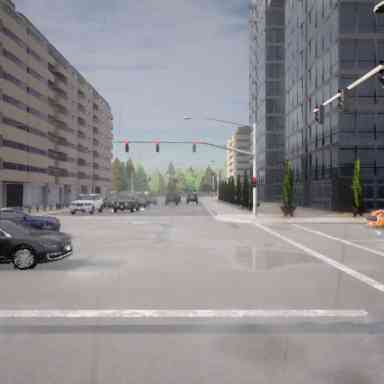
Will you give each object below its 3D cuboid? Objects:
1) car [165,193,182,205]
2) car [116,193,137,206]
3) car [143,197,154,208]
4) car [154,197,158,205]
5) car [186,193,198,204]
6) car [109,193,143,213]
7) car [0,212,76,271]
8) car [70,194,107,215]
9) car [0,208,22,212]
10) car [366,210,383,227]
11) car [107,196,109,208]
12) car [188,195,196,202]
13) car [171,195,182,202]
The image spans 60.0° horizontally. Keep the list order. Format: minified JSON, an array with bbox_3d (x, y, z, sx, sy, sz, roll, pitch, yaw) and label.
[{"bbox_3d":[-3.506,1.214,59.334,2.150,2.045,5.566,0,-1,1],"label":"car"},{"bbox_3d":[-10.747,1.221,54.962,2.150,2.045,5.566,0,0,1],"label":"car"},{"bbox_3d":[-7.334,1.547,48.336,2.033,1.411,5.357,0,0,1],"label":"car"},{"bbox_3d":[-7.198,1.564,58.356,1.994,1.385,4.181,0,0,1],"label":"car"},{"bbox_3d":[0.050,1.221,63.804,2.150,2.045,5.566,0,0,1],"label":"car"},{"bbox_3d":[-7.426,1.221,38.092,2.150,2.045,5.566,0,0,1],"label":"car"},{"bbox_3d":[-6.305,1.528,10.446,4.892,1.490,1.837,0,0,0],"label":"car"},{"bbox_3d":[-10.935,1.221,34.917,2.150,2.045,5.566,0,0,-1],"label":"car"},{"bbox_3d":[-9.196,1.552,16.838,4.674,1.442,1.812,0,1,-34],"label":"car"},{"bbox_3d":[13.575,1.407,21.083,4.553,1.767,2.097,0,0,0],"label":"car"},{"bbox_3d":[-10.876,1.352,44.761,2.097,1.767,4.553,0,0,1],"label":"car"},{"bbox_3d":[0.083,1.500,74.517,1.837,1.490,4.892,0,0,1],"label":"car"},{"bbox_3d":[-3.418,1.524,74.698,2.128,1.511,4.902,0,0,1],"label":"car"}]
